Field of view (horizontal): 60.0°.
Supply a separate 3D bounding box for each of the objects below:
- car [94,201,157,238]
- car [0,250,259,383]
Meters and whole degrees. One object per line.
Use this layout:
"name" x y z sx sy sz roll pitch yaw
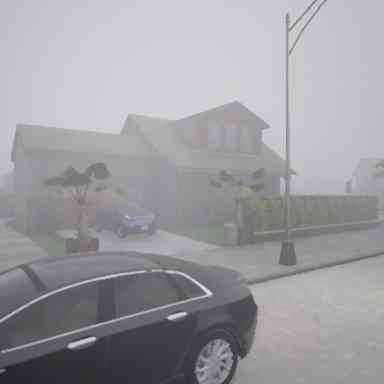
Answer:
"car" -3.079 1.174 15.254 1.845 1.501 3.633 0 0 -38
"car" -1.402 1.504 3.597 4.892 1.490 1.837 0 0 -35
